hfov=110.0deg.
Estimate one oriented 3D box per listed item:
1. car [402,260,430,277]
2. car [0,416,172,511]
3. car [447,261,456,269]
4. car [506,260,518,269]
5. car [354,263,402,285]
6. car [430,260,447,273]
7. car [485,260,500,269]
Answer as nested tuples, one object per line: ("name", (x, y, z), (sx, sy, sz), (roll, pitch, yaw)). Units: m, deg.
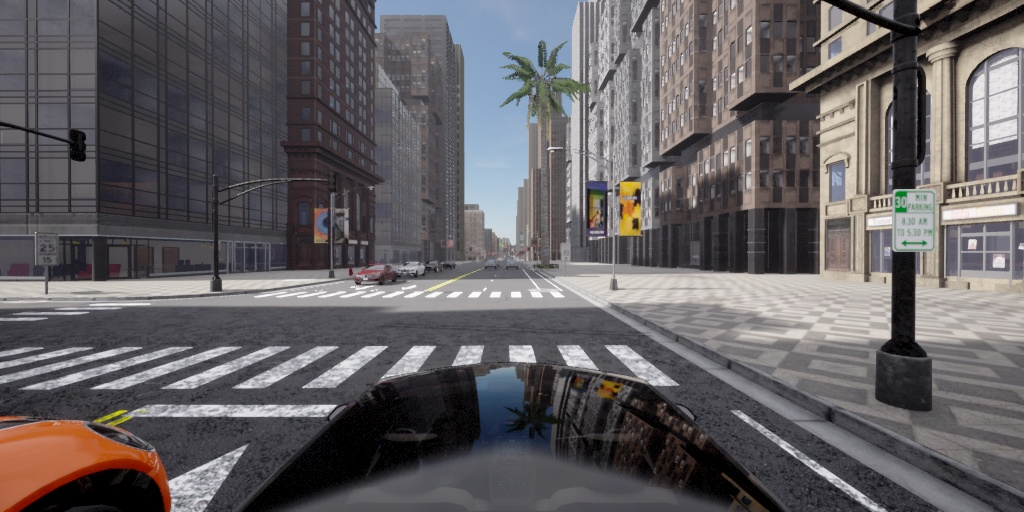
("car", (-9.840, 1.286, 35.300), (1.812, 1.442, 4.674), (0, 0, 0))
("car", (-3.150, 1.102, 0.290), (2.097, 1.767, 4.553), (0, 0, 0))
("car", (-9.792, 1.386, 54.857), (1.895, 1.301, 4.718), (0, 0, 0))
("car", (0.013, 1.334, 55.768), (2.033, 1.411, 5.357), (0, 0, 0))
("car", (-9.846, 1.281, 26.308), (1.812, 1.442, 4.674), (0, 0, -1))
("car", (-9.837, 1.274, 44.557), (1.837, 1.490, 4.892), (0, 0, 0))
("car", (-3.237, 1.334, 55.769), (2.033, 1.411, 5.357), (0, 0, 0))
